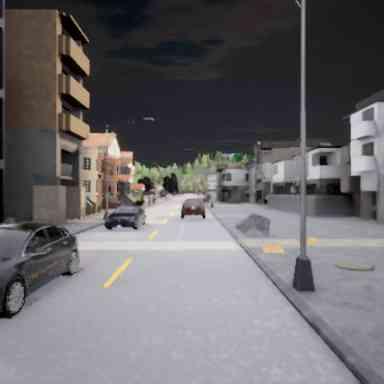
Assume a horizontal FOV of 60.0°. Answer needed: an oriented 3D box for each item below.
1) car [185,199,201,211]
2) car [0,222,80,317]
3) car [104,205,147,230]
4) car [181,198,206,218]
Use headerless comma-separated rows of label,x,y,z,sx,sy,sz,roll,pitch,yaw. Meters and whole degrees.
car,0.110,1.560,41.078,1.895,1.301,4.718,0,0,0
car,-4.067,1.496,7.481,1.837,1.490,4.892,0,0,0
car,-4.040,1.525,21.170,2.033,1.411,5.357,0,0,0
car,0.110,1.322,29.432,2.097,1.767,4.553,0,0,0
